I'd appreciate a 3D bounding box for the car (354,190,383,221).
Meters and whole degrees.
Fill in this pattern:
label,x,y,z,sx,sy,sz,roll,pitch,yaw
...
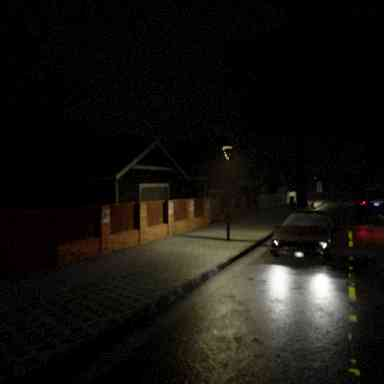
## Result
label,x,y,z,sx,sy,sz,roll,pitch,yaw
car,12.635,0.869,23.117,2.150,2.045,5.566,0,0,25

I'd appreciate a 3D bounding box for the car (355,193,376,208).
label,x,y,z,sx,sy,sz,roll,pitch,yaw
car,19.237,0.923,37.036,1.882,1.535,5.008,0,0,25

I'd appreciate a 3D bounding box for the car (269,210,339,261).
label,x,y,z,sx,sy,sz,roll,pitch,yaw
car,4.232,1.388,12.023,2.033,1.411,5.357,0,1,25
